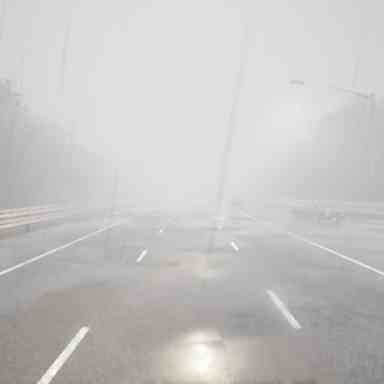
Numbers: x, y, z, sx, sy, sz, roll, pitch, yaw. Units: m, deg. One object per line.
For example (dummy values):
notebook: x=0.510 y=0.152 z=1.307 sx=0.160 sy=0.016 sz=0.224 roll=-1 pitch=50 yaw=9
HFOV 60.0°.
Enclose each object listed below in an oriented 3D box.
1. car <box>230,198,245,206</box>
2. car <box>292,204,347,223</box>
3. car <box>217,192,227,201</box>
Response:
car: x=6.962 y=1.507 z=51.826 sx=1.895 sy=1.301 sz=4.718 roll=0 pitch=0 yaw=1
car: x=9.487 y=1.576 z=25.327 sx=1.895 sy=1.301 sz=4.718 roll=0 pitch=0 yaw=-12
car: x=7.040 y=1.117 z=78.130 sx=2.150 sy=2.045 sz=5.566 roll=0 pitch=0 yaw=0
